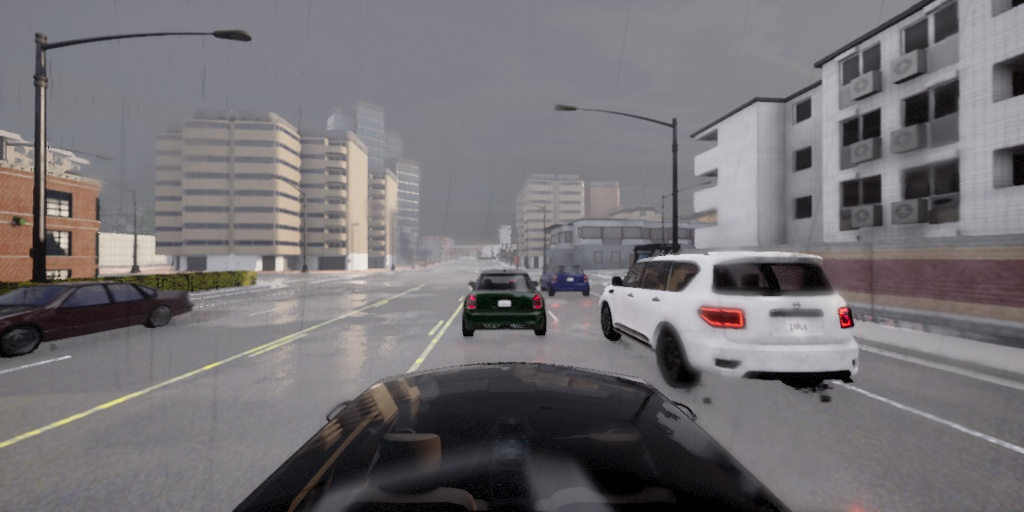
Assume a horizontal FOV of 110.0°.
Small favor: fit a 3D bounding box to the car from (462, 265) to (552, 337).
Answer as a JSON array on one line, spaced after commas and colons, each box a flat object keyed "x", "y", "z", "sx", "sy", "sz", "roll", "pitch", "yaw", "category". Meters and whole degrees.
[{"x": -0.234, "y": 1.156, "z": 10.651, "sx": 2.097, "sy": 1.767, "sz": 4.553, "roll": 0, "pitch": 0, "yaw": -2, "category": "car"}]

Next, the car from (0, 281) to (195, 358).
[{"x": -10.826, "y": 1.349, "z": 8.846, "sx": 2.033, "sy": 1.411, "sz": 5.357, "roll": 0, "pitch": 0, "yaw": -2, "category": "car"}]

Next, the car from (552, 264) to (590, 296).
[{"x": 2.855, "y": 1.208, "z": 20.149, "sx": 2.097, "sy": 1.767, "sz": 4.553, "roll": 0, "pitch": 0, "yaw": -3, "category": "car"}]

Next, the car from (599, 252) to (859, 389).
[{"x": 3.408, "y": 0.994, "z": 7.055, "sx": 2.150, "sy": 2.045, "sz": 5.566, "roll": 0, "pitch": -1, "yaw": -2, "category": "car"}]
